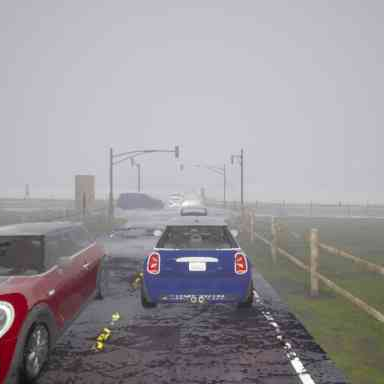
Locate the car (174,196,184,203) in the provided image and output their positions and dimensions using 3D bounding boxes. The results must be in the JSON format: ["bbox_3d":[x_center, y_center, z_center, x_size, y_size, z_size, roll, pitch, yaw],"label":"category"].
[{"bbox_3d":[-2.733,1.615,69.899,1.895,1.301,4.718,0,0,0],"label":"car"}]

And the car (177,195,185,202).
[{"bbox_3d":[-2.700,1.549,80.242,1.812,1.442,4.674,0,0,0],"label":"car"}]

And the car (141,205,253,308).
[{"bbox_3d":[0.096,1.353,8.068,2.097,1.767,4.553,0,0,0],"label":"car"}]

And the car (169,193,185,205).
[{"bbox_3d":[-2.838,1.237,59.878,2.150,2.045,5.566,0,0,0],"label":"car"}]

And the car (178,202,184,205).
[{"bbox_3d":[0.091,1.507,17.234,1.837,1.490,4.892,0,0,0],"label":"car"}]

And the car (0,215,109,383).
[{"bbox_3d":[-2.856,1.352,5.342,2.097,1.767,4.553,0,0,0],"label":"car"}]

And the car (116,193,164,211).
[{"bbox_3d":[-6.094,1.144,39.283,5.566,2.045,2.150,1,1,-33],"label":"car"}]
